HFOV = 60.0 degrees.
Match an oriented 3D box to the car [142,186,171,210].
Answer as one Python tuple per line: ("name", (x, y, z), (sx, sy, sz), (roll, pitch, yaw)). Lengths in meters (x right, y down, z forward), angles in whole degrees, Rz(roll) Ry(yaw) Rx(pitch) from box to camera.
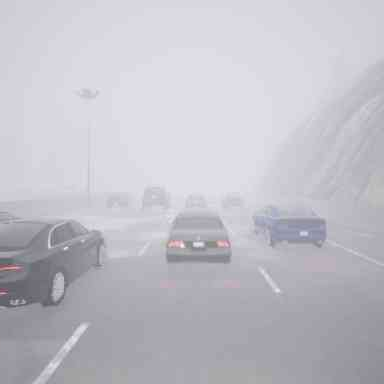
("car", (-3.165, 0.503, 30.336), (2.150, 2.045, 5.566), (0, 1, 0))

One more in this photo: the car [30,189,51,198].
("car", (-24.056, 0.230, 54.517), (1.812, 1.442, 4.674), (0, 1, 2))

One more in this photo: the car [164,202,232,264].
("car", (0.183, 1.291, 10.766), (2.033, 1.411, 5.357), (0, 1, 0))

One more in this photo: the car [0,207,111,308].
("car", (-3.346, 1.323, 7.497), (1.837, 1.490, 4.892), (0, 1, 0))

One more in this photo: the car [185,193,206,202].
("car", (0.345, 0.814, 31.749), (1.994, 1.385, 4.181), (0, 1, 0))

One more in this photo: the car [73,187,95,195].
("car", (-17.075, 0.289, 53.722), (1.994, 1.385, 4.181), (0, 1, 2))

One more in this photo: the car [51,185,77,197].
("car", (-20.552, -0.080, 54.821), (2.150, 2.045, 5.566), (0, 1, 2))

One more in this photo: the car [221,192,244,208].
("car", (3.835, 0.766, 32.225), (1.812, 1.442, 4.674), (0, 1, 0))

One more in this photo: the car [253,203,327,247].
("car", (3.703, 1.160, 13.417), (1.882, 1.535, 5.008), (0, 1, 0))

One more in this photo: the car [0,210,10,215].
("car", (-6.817, 1.288, 10.783), (2.033, 1.411, 5.357), (0, 1, 0))

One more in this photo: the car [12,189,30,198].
("car", (-27.554, 0.192, 54.639), (2.128, 1.511, 4.902), (0, 1, 2))

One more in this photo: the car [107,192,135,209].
("car", (-6.658, 0.762, 31.344), (1.837, 1.490, 4.892), (0, 1, 0))
